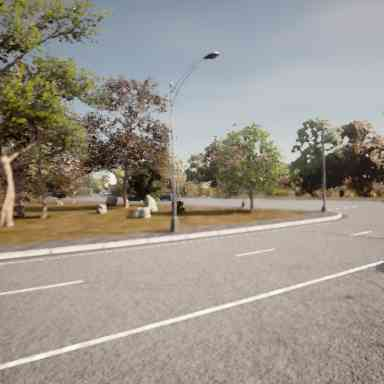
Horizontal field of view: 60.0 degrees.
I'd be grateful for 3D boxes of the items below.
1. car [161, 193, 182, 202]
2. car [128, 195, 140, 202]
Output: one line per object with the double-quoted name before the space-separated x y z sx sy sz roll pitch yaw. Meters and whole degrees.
"car" -3.628 0.854 56.853 1.812 1.442 4.674 -3 1 -39
"car" -9.287 1.036 58.346 2.033 1.411 5.357 -3 1 -38
